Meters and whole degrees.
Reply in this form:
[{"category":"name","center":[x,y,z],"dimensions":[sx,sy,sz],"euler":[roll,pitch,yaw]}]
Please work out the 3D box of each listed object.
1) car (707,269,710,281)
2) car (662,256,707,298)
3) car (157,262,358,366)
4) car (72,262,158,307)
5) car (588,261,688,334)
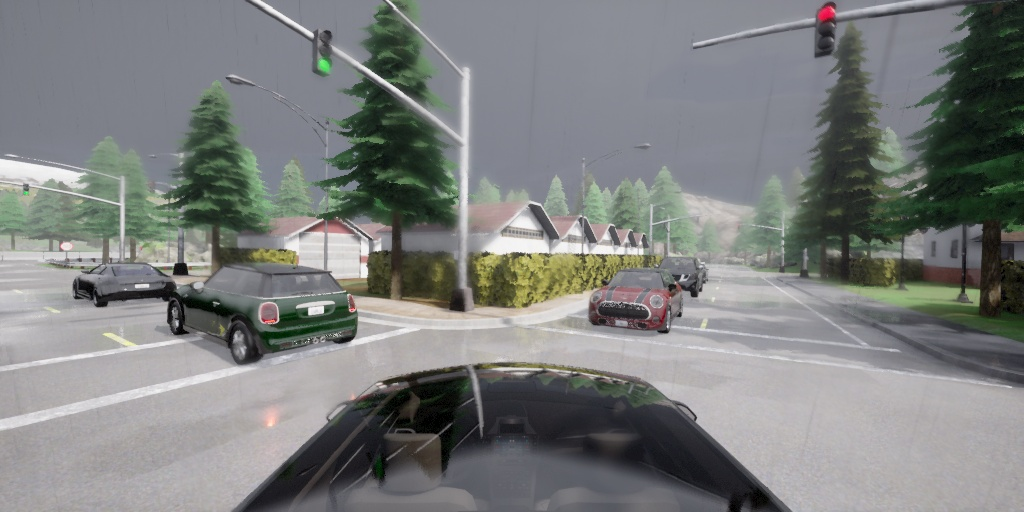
[{"category":"car","center":[14.640,1.338,28.787],"dimensions":[1.837,1.490,4.892],"euler":[1,1,31]},{"category":"car","center":[9.342,1.048,20.036],"dimensions":[2.150,2.045,5.566],"euler":[1,1,31]},{"category":"car","center":[-5.527,0.923,7.888],"dimensions":[4.553,1.767,2.097],"euler":[4,2,31]},{"category":"car","center":[-14.110,0.911,13.048],"dimensions":[4.181,1.385,1.994],"euler":[2,1,31]},{"category":"car","center":[4.033,1.172,11.280],"dimensions":[2.097,1.767,4.553],"euler":[1,1,31]}]
